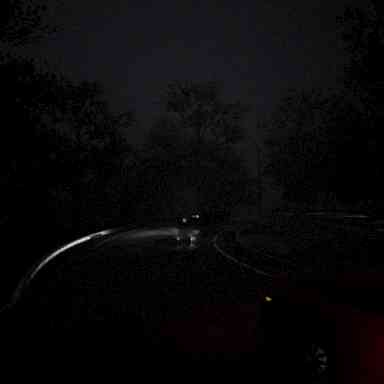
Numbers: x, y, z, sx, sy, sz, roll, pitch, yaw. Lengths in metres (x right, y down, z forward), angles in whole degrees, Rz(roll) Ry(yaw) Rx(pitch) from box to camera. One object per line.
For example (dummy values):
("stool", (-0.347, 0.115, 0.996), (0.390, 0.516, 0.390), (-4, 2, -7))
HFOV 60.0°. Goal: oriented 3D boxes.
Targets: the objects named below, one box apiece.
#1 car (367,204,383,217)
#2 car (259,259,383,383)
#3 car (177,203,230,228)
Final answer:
("car", (18.083, 1.563, 29.919), (4.181, 1.385, 1.994), (0, 0, 15))
("car", (2.832, 1.525, 3.368), (1.812, 1.442, 4.674), (-1, 0, -40))
("car", (0.877, 1.491, 22.583), (2.128, 1.511, 4.902), (0, 0, 34))
